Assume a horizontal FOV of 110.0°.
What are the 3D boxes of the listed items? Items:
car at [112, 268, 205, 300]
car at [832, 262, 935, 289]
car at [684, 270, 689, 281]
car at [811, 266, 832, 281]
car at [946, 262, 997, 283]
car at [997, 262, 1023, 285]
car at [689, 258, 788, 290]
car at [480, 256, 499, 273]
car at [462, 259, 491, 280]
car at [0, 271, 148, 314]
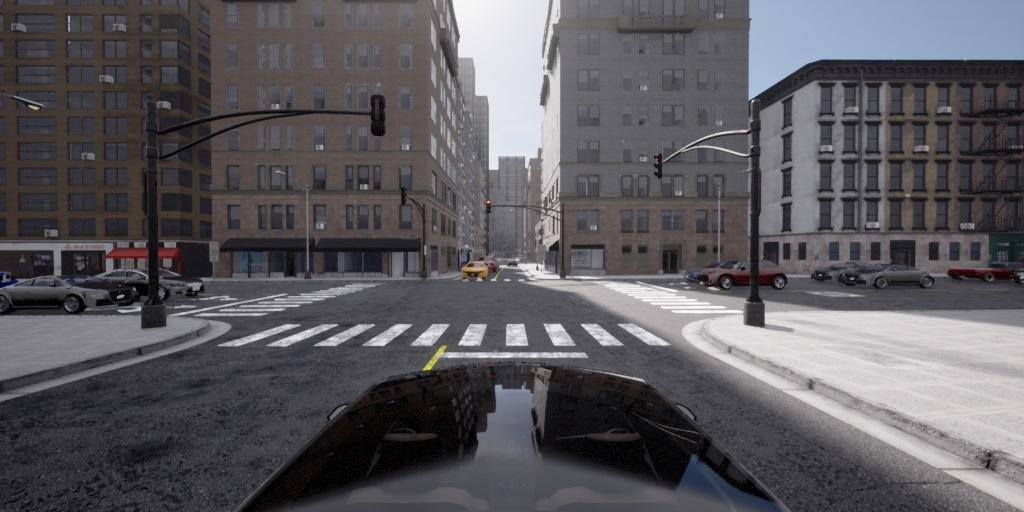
[{"bbox_3d":[-17.794,1.335,17.474,4.902,1.511,2.128,0,1,1],"label":"car"},{"bbox_3d":[21.992,1.148,21.115,4.181,1.385,1.994,0,1,-1],"label":"car"},{"bbox_3d":[14.176,1.127,24.324,4.674,1.442,1.812,0,1,0],"label":"car"},{"bbox_3d":[22.923,1.106,24.375,4.181,1.385,1.994,0,1,-1],"label":"car"},{"bbox_3d":[32.843,1.072,24.408,4.718,1.301,1.895,0,1,0],"label":"car"},{"bbox_3d":[32.691,0.999,21.157,4.902,1.511,2.128,0,1,0],"label":"car"},{"bbox_3d":[13.349,0.994,21.048,4.553,1.767,2.097,0,1,-1],"label":"car"},{"bbox_3d":[-3.117,0.984,44.821,2.150,2.045,5.566,0,0,0],"label":"car"},{"bbox_3d":[-3.111,1.222,30.894,1.882,1.535,5.008,0,0,0],"label":"car"},{"bbox_3d":[-17.525,1.441,14.215,4.181,1.385,1.994,0,1,0],"label":"car"}]
